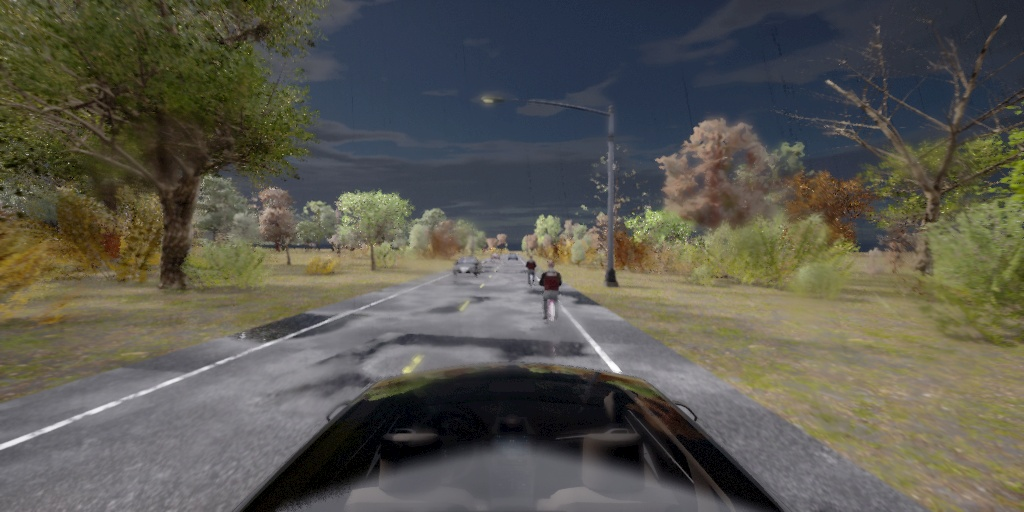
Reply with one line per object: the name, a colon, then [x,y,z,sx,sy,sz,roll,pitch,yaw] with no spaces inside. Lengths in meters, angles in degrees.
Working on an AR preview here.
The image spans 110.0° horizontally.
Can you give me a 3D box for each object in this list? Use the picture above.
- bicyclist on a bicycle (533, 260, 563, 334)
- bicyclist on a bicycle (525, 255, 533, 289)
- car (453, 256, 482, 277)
bicyclist on a bicycle: [0.983,0.996,9.240,0.659,1.776,1.843,0,1,0]
bicyclist on a bicycle: [1.007,0.836,18.978,0.659,1.776,1.843,0,1,0]
car: [-3.518,0.798,28.877,2.128,1.511,4.902,0,1,0]
